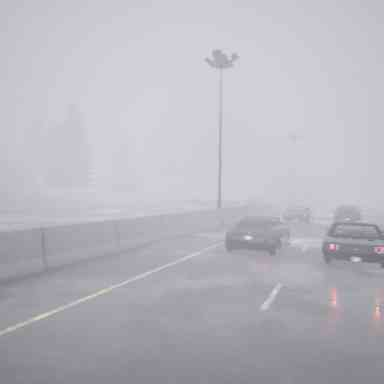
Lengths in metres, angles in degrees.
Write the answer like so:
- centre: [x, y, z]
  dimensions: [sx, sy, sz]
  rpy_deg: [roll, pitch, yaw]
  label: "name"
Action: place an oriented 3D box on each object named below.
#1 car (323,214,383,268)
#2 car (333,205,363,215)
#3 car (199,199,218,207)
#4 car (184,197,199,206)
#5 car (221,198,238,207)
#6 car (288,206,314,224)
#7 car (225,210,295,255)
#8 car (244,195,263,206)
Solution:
- centre: [5.782, 1.717, 11.837]
  dimensions: [1.895, 1.301, 4.718]
  rpy_deg: [1, 0, 25]
  label: "car"
- centre: [12.198, 1.758, 26.097]
  dimensions: [1.837, 1.490, 4.892]
  rpy_deg: [1, 0, 25]
  label: "car"
- centre: [3.392, 1.834, 58.003]
  dimensions: [1.895, 1.301, 4.718]
  rpy_deg: [1, 0, 25]
  label: "car"
- centre: [0.156, 1.684, 59.333]
  dimensions: [2.128, 1.511, 4.902]
  rpy_deg: [1, 0, 25]
  label: "car"
- centre: [6.556, 1.798, 56.512]
  dimensions: [1.812, 1.442, 4.674]
  rpy_deg: [1, 0, 25]
  label: "car"
- centre: [8.738, 1.807, 26.954]
  dimensions: [1.895, 1.301, 4.718]
  rpy_deg: [1, 0, 25]
  label: "car"
- centre: [2.879, 1.647, 13.899]
  dimensions: [1.994, 1.385, 4.181]
  rpy_deg: [1, 0, 25]
  label: "car"
- centre: [10.613, 1.551, 56.970]
  dimensions: [2.150, 2.045, 5.566]
  rpy_deg: [1, 0, 25]
  label: "car"
